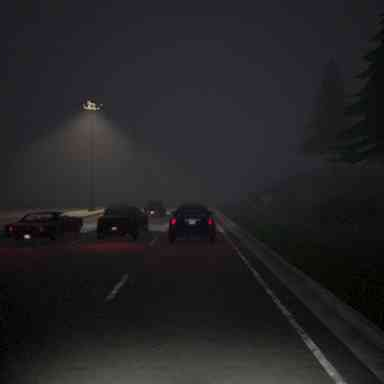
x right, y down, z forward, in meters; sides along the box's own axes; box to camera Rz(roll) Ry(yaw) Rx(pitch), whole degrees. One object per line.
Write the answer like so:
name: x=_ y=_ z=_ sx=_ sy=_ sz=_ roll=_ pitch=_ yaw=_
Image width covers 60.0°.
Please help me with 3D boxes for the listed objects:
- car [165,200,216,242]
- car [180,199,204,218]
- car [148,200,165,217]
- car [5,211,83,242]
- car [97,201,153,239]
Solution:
car: x=0.024 y=1.351 z=16.547 sx=2.097 sy=1.767 sz=4.553 roll=0 pitch=0 yaw=1
car: x=0.024 y=1.493 z=31.626 sx=2.128 sy=1.511 sz=4.902 roll=0 pitch=0 yaw=1
car: x=-3.477 y=1.507 z=31.626 sx=1.837 sy=1.490 sz=4.892 roll=0 pitch=1 yaw=1
car: x=-6.980 y=1.601 z=16.369 sx=1.895 sy=1.301 sz=4.718 roll=0 pitch=0 yaw=1
car: x=-3.470 y=1.477 z=17.361 sx=1.882 sy=1.535 sz=5.008 roll=0 pitch=0 yaw=0
